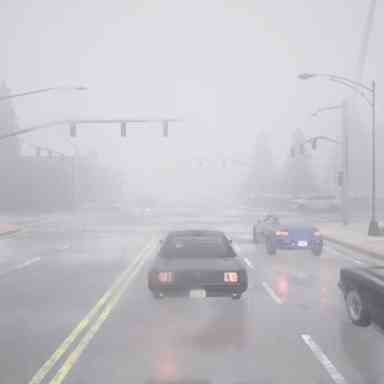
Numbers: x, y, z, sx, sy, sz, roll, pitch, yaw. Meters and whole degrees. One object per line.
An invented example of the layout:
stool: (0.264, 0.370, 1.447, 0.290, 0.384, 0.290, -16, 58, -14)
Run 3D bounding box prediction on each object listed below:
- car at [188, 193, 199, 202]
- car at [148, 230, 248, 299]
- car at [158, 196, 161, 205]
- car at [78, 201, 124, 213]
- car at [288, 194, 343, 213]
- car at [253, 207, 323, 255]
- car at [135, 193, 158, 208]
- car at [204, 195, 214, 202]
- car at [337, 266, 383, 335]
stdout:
car: (0.329, 1.225, 74.954, 2.150, 2.045, 5.566, 0, 0, 0)
car: (0.099, 1.601, 8.383, 1.895, 1.301, 4.718, 0, 0, 0)
car: (-6.809, 1.352, 59.025, 2.097, 1.767, 4.553, 0, 0, 1)
car: (-9.995, 1.601, 36.714, 4.718, 1.301, 1.895, 0, 0, 0)
car: (13.384, 1.223, 36.167, 5.566, 2.045, 2.150, 0, 0, 0)
car: (3.637, 1.526, 13.174, 1.812, 1.442, 4.674, 0, 0, 0)
car: (-6.860, 1.221, 49.014, 2.150, 2.045, 5.566, 0, 0, 1)
car: (3.833, 1.355, 75.059, 2.097, 1.767, 4.553, 0, 0, 0)
car: (3.614, 1.601, 4.071, 1.895, 1.301, 4.718, 0, 0, 0)
